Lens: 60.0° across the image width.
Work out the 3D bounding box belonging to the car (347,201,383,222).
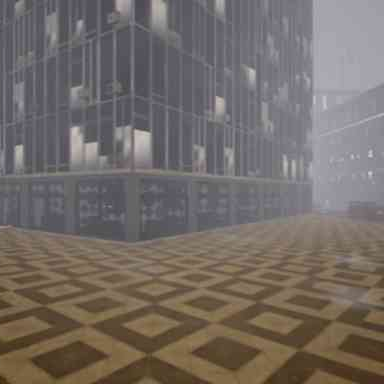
[{"bbox_3d":[16.721,1.786,31.600,2.192,1.841,5.009,0,0,-5],"label":"car"}]

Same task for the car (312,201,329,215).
[{"bbox_3d":[15.776,2.085,42.459,1.752,1.417,4.829,0,0,-5],"label":"car"}]

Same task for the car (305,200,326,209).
[{"bbox_3d":[22.168,2.252,59.864,1.887,1.381,4.507,0,0,-5],"label":"car"}]
